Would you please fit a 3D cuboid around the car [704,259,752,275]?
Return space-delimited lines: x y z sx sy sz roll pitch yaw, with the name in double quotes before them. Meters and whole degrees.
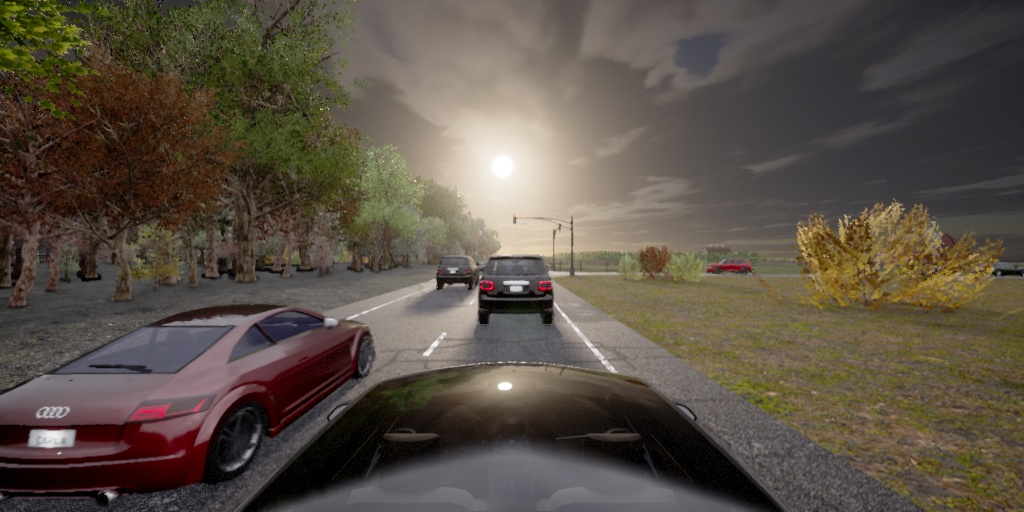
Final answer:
"car" 28.257 1.379 46.984 5.566 2.045 2.150 1 -1 0

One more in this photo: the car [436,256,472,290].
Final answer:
"car" -3.380 0.997 23.107 2.150 2.045 5.566 0 0 0

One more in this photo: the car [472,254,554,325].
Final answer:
"car" 0.109 0.980 12.062 2.150 2.045 5.566 0 -1 0

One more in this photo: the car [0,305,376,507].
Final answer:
"car" -3.397 1.318 4.656 1.994 1.385 4.181 0 0 0

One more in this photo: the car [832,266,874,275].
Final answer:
"car" 44.346 1.839 46.864 4.892 1.490 1.837 1 -1 1

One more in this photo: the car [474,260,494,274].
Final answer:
"car" -3.358 1.289 43.736 2.128 1.511 4.902 0 0 0
